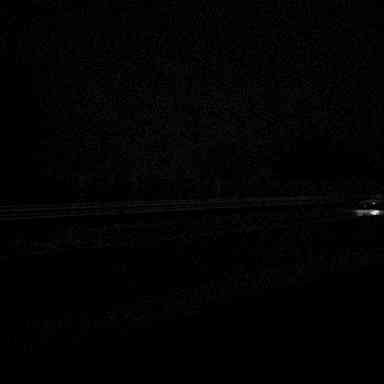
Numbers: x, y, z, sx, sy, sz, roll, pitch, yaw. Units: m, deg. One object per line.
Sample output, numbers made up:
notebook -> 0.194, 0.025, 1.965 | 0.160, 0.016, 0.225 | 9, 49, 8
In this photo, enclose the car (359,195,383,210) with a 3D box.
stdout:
car -> 19.520, 1.093, 35.156 | 4.674, 1.442, 1.812 | -1, 0, -35
